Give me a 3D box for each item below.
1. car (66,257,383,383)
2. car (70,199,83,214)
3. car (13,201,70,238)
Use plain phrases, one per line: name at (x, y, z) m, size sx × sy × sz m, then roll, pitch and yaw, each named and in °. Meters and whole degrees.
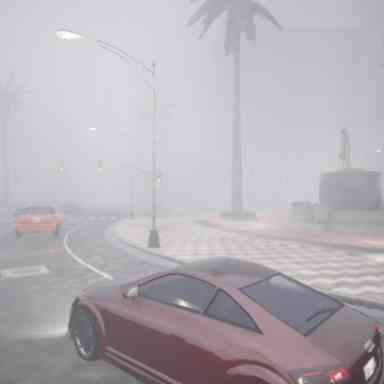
car at (0.135, 1.595, 4.394) m, size 4.181 × 1.385 × 1.994 m, roll 0°, pitch 0°, yaw 41°
car at (-14.520, 1.864, 40.097) m, size 1.994 × 1.385 × 4.181 m, roll 0°, pitch 0°, yaw -5°
car at (-8.474, 1.498, 19.078) m, size 2.097 × 1.767 × 4.553 m, roll 0°, pitch 0°, yaw -15°
